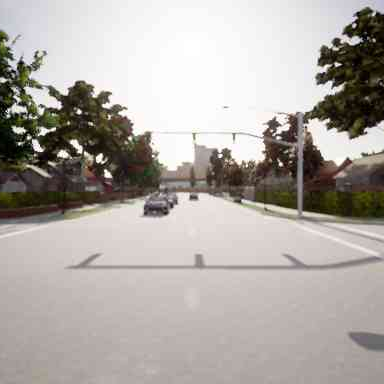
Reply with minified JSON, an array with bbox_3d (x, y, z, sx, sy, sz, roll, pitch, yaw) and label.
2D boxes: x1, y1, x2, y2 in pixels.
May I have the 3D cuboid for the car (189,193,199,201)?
[{"bbox_3d":[0.349,0.925,67.436,1.882,1.535,5.008,0,0,0],"label":"car"}]

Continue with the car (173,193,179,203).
[{"bbox_3d":[-3.111,0.936,50.394,2.097,1.767,4.553,0,0,0],"label":"car"}]

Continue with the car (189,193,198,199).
[{"bbox_3d":[0.326,0.908,77.565,1.994,1.385,4.181,0,1,0],"label":"car"}]

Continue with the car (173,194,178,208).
[{"bbox_3d":[-3.158,1.231,40.317,1.994,1.385,4.181,0,0,0],"label":"car"}]

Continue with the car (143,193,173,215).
[{"bbox_3d":[-3.159,1.100,30.345,2.097,1.767,4.553,0,0,0],"label":"car"}]
